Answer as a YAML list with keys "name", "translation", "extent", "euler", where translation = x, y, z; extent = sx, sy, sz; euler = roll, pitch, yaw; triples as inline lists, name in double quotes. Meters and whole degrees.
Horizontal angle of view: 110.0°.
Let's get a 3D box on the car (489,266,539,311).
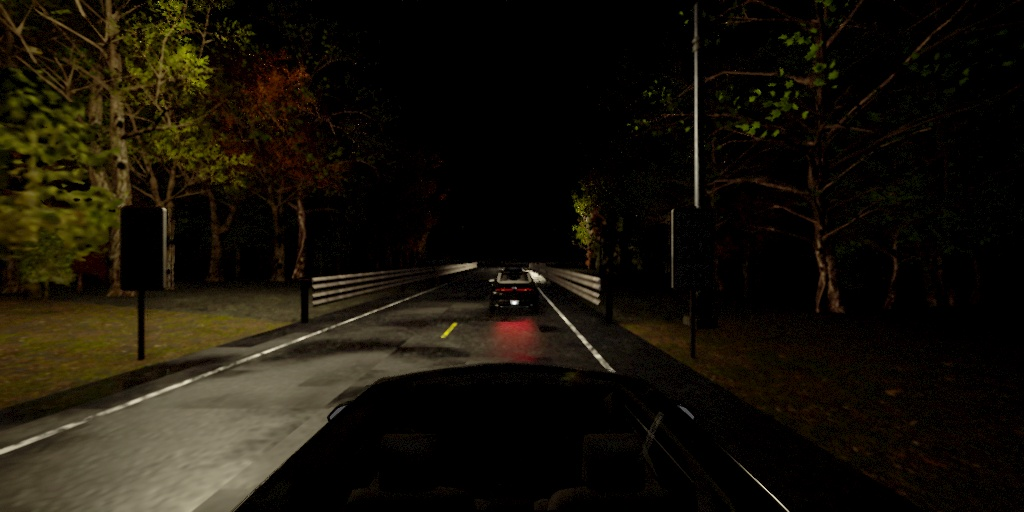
- name: "car"
  translation: [0.094, 1.378, 15.029]
  extent: [1.837, 1.490, 4.892]
  euler: [0, 0, 0]
